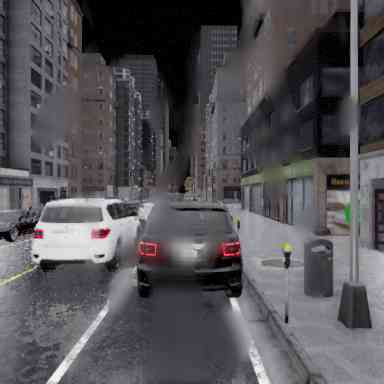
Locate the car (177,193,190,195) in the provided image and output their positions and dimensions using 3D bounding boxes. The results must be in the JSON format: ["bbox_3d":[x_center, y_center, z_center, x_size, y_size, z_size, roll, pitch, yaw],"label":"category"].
[{"bbox_3d":[-0.287,1.316,38.459,2.192,1.841,5.009,0,0,0],"label":"car"}]

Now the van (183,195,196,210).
[{"bbox_3d":[-0.287,1.343,43.983,1.690,1.788,3.998,0,0,0],"label":"van"}]

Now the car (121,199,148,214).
[{"bbox_3d":[-6.230,1.549,36.452,2.033,1.411,5.357,0,0,0],"label":"car"}]

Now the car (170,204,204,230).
[{"bbox_3d":[-0.287,1.551,21.888,2.008,1.369,4.403,0,0,0],"label":"car"}]

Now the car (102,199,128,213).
[{"bbox_3d":[-8.813,1.567,38.453,1.947,1.339,4.313,0,0,0],"label":"car"}]

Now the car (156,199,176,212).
[{"bbox_3d":[-3.063,1.549,40.310,2.033,1.411,5.357,0,0,0],"label":"car"}]

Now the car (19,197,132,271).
[{"bbox_3d":[-3.143,1.223,11.034,2.150,2.045,5.566,0,0,0],"label":"car"}]

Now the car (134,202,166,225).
[{"bbox_3d":[-3.070,1.526,24.992,1.812,1.442,4.674,0,0,0],"label":"car"}]

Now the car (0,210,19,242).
[{"bbox_3d":[-8.813,1.566,16.352,1.947,1.339,4.313,0,0,0],"label":"car"}]

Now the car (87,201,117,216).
[{"bbox_3d":[-8.813,1.583,32.928,1.802,1.307,4.206,0,0,0],"label":"car"}]

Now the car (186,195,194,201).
[{"bbox_3d":[-0.572,1.470,87.873,1.967,1.590,4.097,0,0,-1],"label":"car"}]

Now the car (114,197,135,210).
[{"bbox_3d":[-8.813,1.442,43.978,1.967,1.590,4.097,0,0,0],"label":"car"}]

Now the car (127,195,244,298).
[{"bbox_3d":[-0.039,1.228,8.680,2.150,2.045,5.566,0,0,0],"label":"car"}]
